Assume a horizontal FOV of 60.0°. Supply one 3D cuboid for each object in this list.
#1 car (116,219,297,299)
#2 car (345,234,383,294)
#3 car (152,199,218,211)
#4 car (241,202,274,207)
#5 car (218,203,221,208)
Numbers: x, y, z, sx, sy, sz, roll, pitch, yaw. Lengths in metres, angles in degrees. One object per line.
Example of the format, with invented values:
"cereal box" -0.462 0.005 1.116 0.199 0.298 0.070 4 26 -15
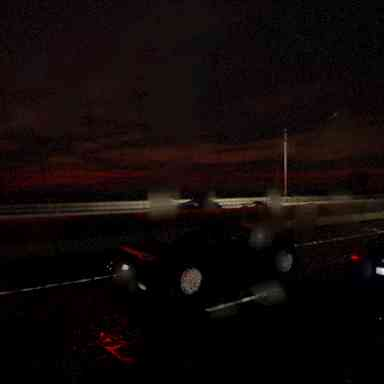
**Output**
"car" 0.599 1.432 8.470 5.008 1.535 1.882 -1 0 -35
"car" 5.354 1.490 7.562 4.181 1.385 1.994 -1 0 -35
"car" -0.662 1.479 25.014 4.718 1.301 1.895 -1 0 -35
"car" 4.715 1.406 24.548 4.181 1.385 1.994 -1 0 -35
"car" 0.540 1.369 30.168 4.674 1.442 1.812 -1 0 -35
